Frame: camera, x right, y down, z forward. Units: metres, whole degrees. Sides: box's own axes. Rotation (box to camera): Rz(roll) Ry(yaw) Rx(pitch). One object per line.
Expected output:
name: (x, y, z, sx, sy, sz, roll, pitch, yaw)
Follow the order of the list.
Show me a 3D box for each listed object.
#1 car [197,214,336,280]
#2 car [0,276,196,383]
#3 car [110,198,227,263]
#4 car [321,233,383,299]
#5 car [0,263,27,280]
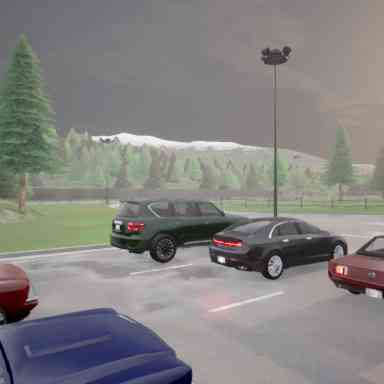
car: (2.745, 1.505, 10.015, 4.892, 1.490, 1.837, 0, 0, -35)
car: (-2.246, 1.601, 2.145, 4.718, 1.301, 1.895, 0, 0, -35)
car: (-0.191, 1.221, 12.230, 5.566, 2.045, 2.150, 0, 0, -35)
car: (5.207, 1.601, 7.466, 4.718, 1.301, 1.895, 0, 0, -35)
car: (-4.790, 1.601, 4.632, 4.718, 1.301, 1.895, 0, 0, -35)
